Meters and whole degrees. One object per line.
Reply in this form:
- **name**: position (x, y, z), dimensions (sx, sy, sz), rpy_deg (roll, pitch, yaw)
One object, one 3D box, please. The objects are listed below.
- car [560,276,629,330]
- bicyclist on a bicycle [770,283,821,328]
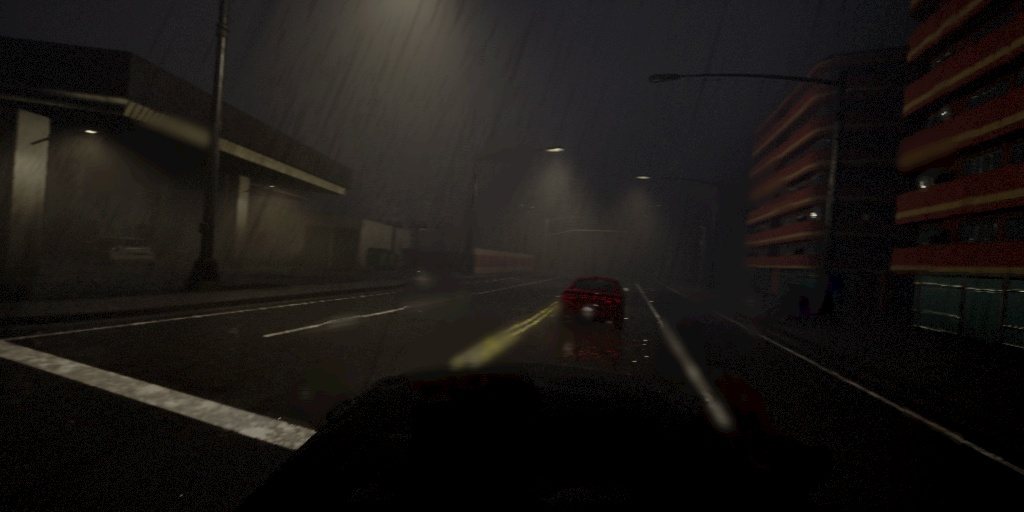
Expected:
- **car**: position (2.990, 1.457, 12.630), dimensions (1.882, 1.535, 5.008), rpy_deg (4, 0, 18)
- **bicyclist on a bicycle**: position (10.808, 1.855, 13.630), dimensions (1.656, 1.620, 0.582), rpy_deg (5, 0, 17)
